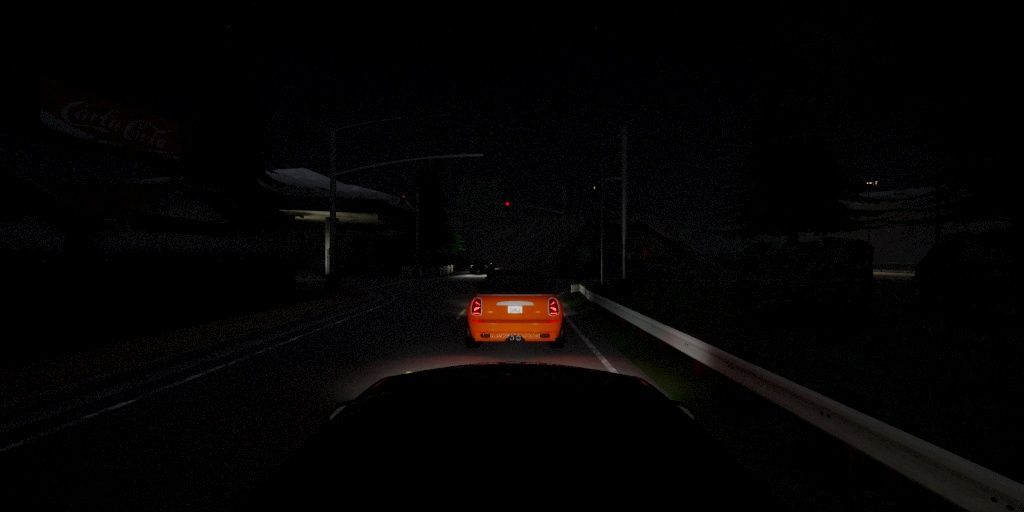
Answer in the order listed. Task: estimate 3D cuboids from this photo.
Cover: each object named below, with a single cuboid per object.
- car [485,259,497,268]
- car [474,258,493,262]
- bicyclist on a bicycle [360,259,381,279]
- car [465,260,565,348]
[{"bbox_3d":[-3.545,1.276,60.777,1.812,1.442,4.674,0,0,0],"label":"car"},{"bbox_3d":[-3.575,1.102,40.648,2.097,1.767,4.553,0,0,0],"label":"car"},{"bbox_3d":[-11.758,1.097,29.870,1.656,1.620,0.582,1,-3,-19],"label":"bicyclist on a bicycle"},{"bbox_3d":[0.078,1.102,9.384,2.097,1.767,4.553,0,0,0],"label":"car"}]
